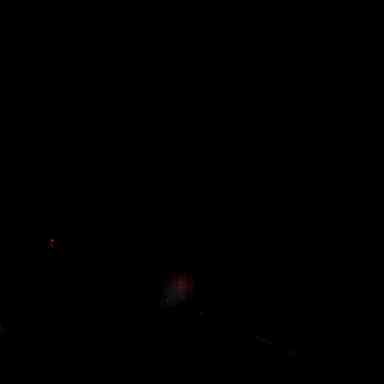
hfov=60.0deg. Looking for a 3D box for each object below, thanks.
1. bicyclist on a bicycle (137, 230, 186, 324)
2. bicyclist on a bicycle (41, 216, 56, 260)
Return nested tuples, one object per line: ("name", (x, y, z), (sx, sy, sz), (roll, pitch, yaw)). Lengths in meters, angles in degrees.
("bicyclist on a bicycle", (-0.681, 1.656, 6.853), (0.659, 1.776, 1.843), (3, -3, -37))
("bicyclist on a bicycle", (-6.078, 1.884, 13.963), (0.659, 1.776, 1.843), (3, -3, -37))
